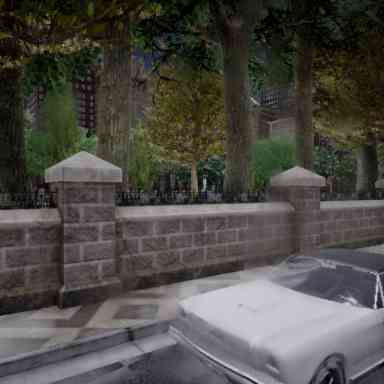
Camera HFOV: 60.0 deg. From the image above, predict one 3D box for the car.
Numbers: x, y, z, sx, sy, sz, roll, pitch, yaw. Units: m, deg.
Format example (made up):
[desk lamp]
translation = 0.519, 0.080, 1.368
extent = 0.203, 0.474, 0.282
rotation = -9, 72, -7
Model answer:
[car]
translation = 2.058, 1.600, 4.833
extent = 4.718, 1.301, 1.895
rotation = 0, 0, -35
